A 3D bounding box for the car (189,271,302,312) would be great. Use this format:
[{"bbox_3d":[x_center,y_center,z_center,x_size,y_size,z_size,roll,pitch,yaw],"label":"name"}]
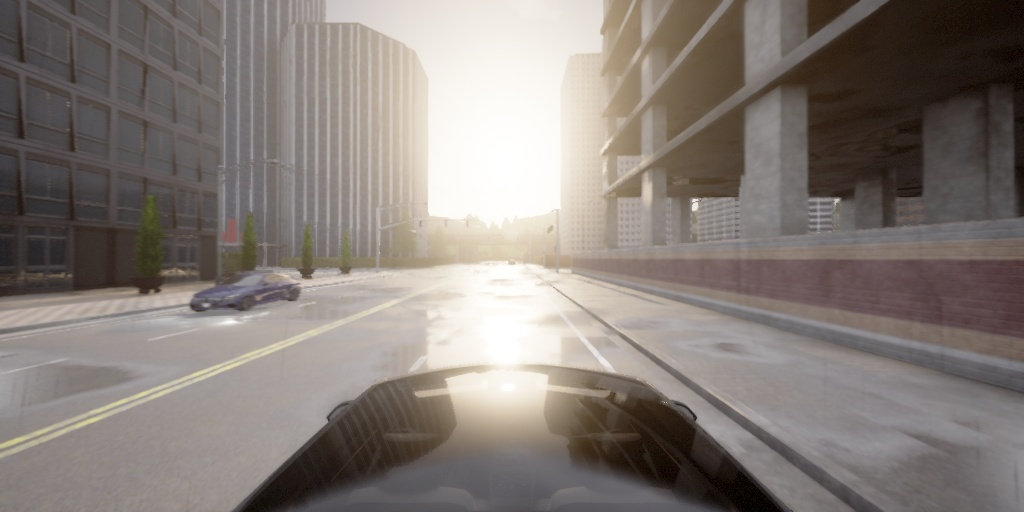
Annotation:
[{"bbox_3d":[-10.503,1.386,14.635,1.812,1.442,4.674,0,1,0],"label":"car"}]
